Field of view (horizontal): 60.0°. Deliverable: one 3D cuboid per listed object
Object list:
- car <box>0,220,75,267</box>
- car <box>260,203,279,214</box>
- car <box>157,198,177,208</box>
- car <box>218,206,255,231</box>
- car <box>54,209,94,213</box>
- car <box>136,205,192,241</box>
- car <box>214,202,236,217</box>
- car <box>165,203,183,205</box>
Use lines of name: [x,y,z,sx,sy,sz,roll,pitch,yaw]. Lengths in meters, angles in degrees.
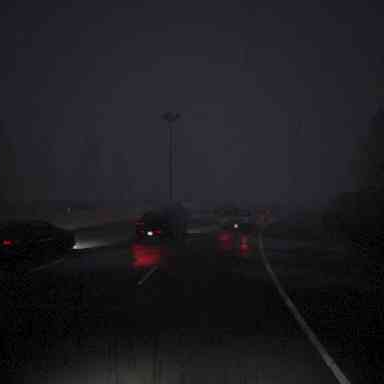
car: [-5.954,1.681,12.006,1.994,1.385,4.181,0,-1,7]
car: [9.778,2.054,41.740,1.895,1.301,4.718,0,-1,20]
car: [-4.702,2.024,63.444,2.097,1.767,4.553,0,-1,21]
car: [3.296,1.846,22.805,1.895,1.301,4.718,0,-1,15]
car: [-11.888,1.687,33.829,2.097,1.767,4.553,0,-1,19]
car: [-1.488,1.689,17.788,1.837,1.490,4.892,0,-1,11]
car: [3.844,1.858,35.731,1.882,1.535,5.008,0,-1,20]
car: [-1.507,1.814,31.047,2.128,1.511,4.902,0,-1,18]
